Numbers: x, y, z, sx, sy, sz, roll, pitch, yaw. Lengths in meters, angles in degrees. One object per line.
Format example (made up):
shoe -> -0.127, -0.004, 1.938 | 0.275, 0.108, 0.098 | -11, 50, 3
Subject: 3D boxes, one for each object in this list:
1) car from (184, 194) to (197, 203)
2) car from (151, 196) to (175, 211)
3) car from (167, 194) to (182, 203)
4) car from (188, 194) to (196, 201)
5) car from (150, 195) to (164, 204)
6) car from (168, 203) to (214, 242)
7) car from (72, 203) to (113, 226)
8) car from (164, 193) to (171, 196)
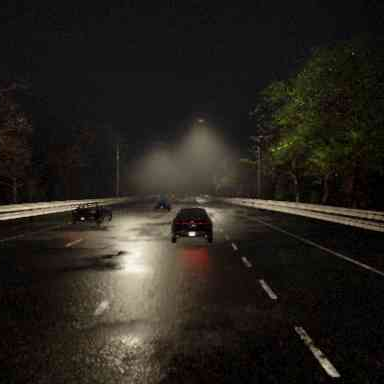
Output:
car -> 0.011, 1.596, 64.109 | 2.033, 1.411, 5.357 | 0, 0, 0
car -> -3.493, 1.547, 40.801 | 1.812, 1.442, 4.674 | 0, 0, 0
car -> -3.489, 1.575, 64.199 | 1.812, 1.442, 4.674 | 0, 0, 0
car -> 0.017, 1.442, 87.845 | 2.097, 1.767, 4.553 | 0, 0, 0
car -> -6.986, 1.556, 64.253 | 1.837, 1.490, 4.892 | 0, 0, 0
car -> 0.002, 1.512, 16.434 | 1.837, 1.490, 4.892 | 0, 0, 0
car -> -6.997, 1.500, 23.763 | 2.128, 1.511, 4.902 | 0, 0, 0
car -> -6.984, 1.432, 81.926 | 2.097, 1.767, 4.553 | 0, 0, 0
